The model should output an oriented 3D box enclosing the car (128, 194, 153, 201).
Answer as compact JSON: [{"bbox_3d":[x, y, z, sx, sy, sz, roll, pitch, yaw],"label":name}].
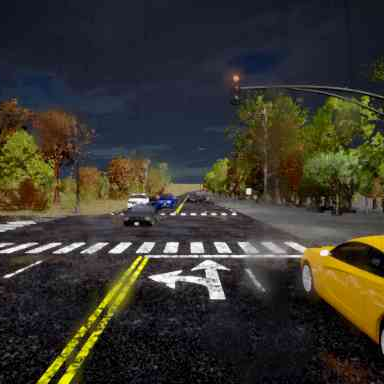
[{"bbox_3d":[-6.706,1.224,41.991,2.150,2.045,5.566,0,0,0],"label":"car"}]

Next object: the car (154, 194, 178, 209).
[{"bbox_3d":[-3.464,1.224,44.930,2.150,2.045,5.566,0,0,0],"label":"car"}]

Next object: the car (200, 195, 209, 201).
[{"bbox_3d":[3.046,1.458,81.641,2.033,1.411,5.357,0,0,0],"label":"car"}]

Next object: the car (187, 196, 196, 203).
[{"bbox_3d":[-0.138,1.566,72.155,1.994,1.385,4.181,0,0,0],"label":"car"}]

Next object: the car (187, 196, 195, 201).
[{"bbox_3d":[-0.204,1.606,81.977,1.895,1.301,4.718,0,0,0],"label":"car"}]

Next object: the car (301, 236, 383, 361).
[{"bbox_3d":[3.349,1.444,5.406,1.882,1.535,5.008,0,1,0],"label":"car"}]

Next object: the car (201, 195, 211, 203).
[{"bbox_3d":[3.094,1.504,71.486,2.128,1.511,4.902,0,0,0],"label":"car"}]

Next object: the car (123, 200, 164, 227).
[{"bbox_3d":[-3.399,1.547,23.138,2.033,1.411,5.357,0,0,0],"label":"car"}]
